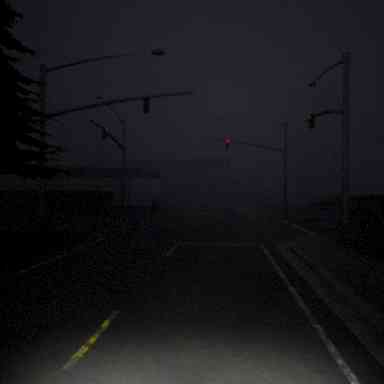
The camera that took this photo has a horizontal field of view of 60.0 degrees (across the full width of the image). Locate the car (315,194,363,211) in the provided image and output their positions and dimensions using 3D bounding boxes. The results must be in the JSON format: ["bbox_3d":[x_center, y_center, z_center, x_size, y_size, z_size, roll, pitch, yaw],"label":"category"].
[{"bbox_3d":[16.396,1.292,36.518,4.514,1.523,2.007,1,0,5],"label":"car"}]

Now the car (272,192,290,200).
[{"bbox_3d":[20.584,0.851,77.022,3.866,1.878,1.905,1,0,5],"label":"car"}]

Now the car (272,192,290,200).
[{"bbox_3d":[19.673,1.144,73.768,3.806,1.475,1.970,1,0,5],"label":"car"}]

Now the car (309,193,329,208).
[{"bbox_3d":[16.627,1.268,39.647,5.027,1.636,2.152,1,0,5],"label":"car"}]

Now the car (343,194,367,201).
[{"bbox_3d":[38.718,1.225,79.048,4.514,1.523,2.007,1,0,5],"label":"car"}]
